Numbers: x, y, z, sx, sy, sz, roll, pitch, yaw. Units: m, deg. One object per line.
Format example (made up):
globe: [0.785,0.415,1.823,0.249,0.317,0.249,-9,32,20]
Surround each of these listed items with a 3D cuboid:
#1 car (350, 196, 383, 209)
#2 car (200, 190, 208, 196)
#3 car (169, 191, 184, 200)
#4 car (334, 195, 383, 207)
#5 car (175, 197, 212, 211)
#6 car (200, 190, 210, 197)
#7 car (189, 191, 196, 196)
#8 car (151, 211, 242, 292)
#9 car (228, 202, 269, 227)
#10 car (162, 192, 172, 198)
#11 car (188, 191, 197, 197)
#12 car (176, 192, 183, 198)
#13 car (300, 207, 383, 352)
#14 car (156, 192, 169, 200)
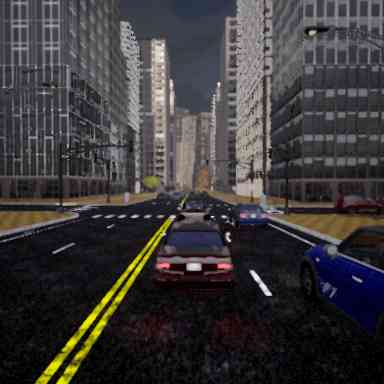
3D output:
car: [21.848,1.281,40.114,4.829,1.417,1.752,1,1,1]
car: [3.340,0.263,93.015,2.097,1.767,4.553,0,1,0]
car: [-3.182,0.668,70.289,2.097,1.767,4.553,0,1,0]
car: [16.232,1.232,31.832,5.009,1.841,2.192,1,1,1]
car: [0.119,1.306,19.534,2.128,1.511,4.902,0,1,0]
car: [3.330,0.655,82.629,1.882,1.535,5.008,0,1,0]
car: [0.090,0.448,93.051,2.033,1.411,5.357,0,1,0]
car: [0.097,1.463,8.870,2.033,1.411,5.357,0,0,1]
car: [3.370,1.350,20.715,2.033,1.411,5.357,0,1,0]
car: [-6.417,0.681,85.855,2.033,1.411,5.357,0,1,0]
car: [0.080,0.677,82.635,1.837,1.490,4.892,0,1,0]
car: [-3.167,0.665,85.852,1.812,1.442,4.674,0,1,0]
car: [3.352,1.303,5.289,2.097,1.767,4.553,0,1,0]
car: [-6.432,0.813,70.265,1.837,1.490,4.892,0,1,0]
